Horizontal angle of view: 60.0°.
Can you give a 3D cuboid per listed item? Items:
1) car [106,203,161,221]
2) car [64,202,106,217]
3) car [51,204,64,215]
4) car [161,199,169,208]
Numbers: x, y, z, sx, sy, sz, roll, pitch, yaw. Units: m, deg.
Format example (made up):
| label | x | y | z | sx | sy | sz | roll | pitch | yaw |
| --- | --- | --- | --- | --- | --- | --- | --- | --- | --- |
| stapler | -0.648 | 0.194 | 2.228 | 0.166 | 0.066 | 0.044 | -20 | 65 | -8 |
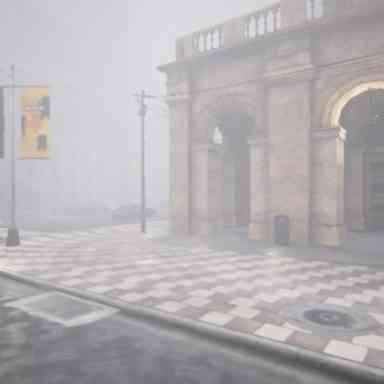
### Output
| label | x | y | z | sx | sy | sz | roll | pitch | yaw |
| --- | --- | --- | --- | --- | --- | --- | --- | --- | --- |
| car | -5.086 | 1.702 | 29.401 | 1.994 | 1.385 | 4.181 | 0 | 0 | 35 |
| car | -10.474 | 1.748 | 34.252 | 1.994 | 1.385 | 4.181 | 0 | 0 | 35 |
| car | -13.177 | 1.772 | 36.491 | 1.994 | 1.385 | 4.181 | 0 | 0 | 35 |
| car | -3.142 | 1.772 | 50.514 | 1.994 | 1.385 | 4.181 | 0 | 0 | 36 |
